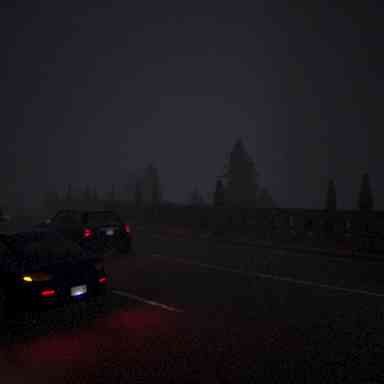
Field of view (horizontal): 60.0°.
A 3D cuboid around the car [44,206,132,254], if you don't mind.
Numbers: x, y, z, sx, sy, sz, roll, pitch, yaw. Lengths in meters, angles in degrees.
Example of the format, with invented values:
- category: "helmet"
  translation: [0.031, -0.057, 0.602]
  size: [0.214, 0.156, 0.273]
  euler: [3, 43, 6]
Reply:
- category: "car"
  translation: [-4.288, 1.370, 12.511]
  size: [4.553, 1.767, 2.097]
  euler: [0, 0, 43]

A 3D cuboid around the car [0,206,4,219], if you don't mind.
- category: "car"
  translation: [-16.473, 1.534, 26.945]
  size: [1.837, 1.490, 4.892]
  euler: [0, 0, -34]

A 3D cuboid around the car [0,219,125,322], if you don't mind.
- category: "car"
  translation: [-3.721, 1.537, 7.260]
  size: [4.674, 1.442, 1.812]
  euler: [0, 0, 40]
